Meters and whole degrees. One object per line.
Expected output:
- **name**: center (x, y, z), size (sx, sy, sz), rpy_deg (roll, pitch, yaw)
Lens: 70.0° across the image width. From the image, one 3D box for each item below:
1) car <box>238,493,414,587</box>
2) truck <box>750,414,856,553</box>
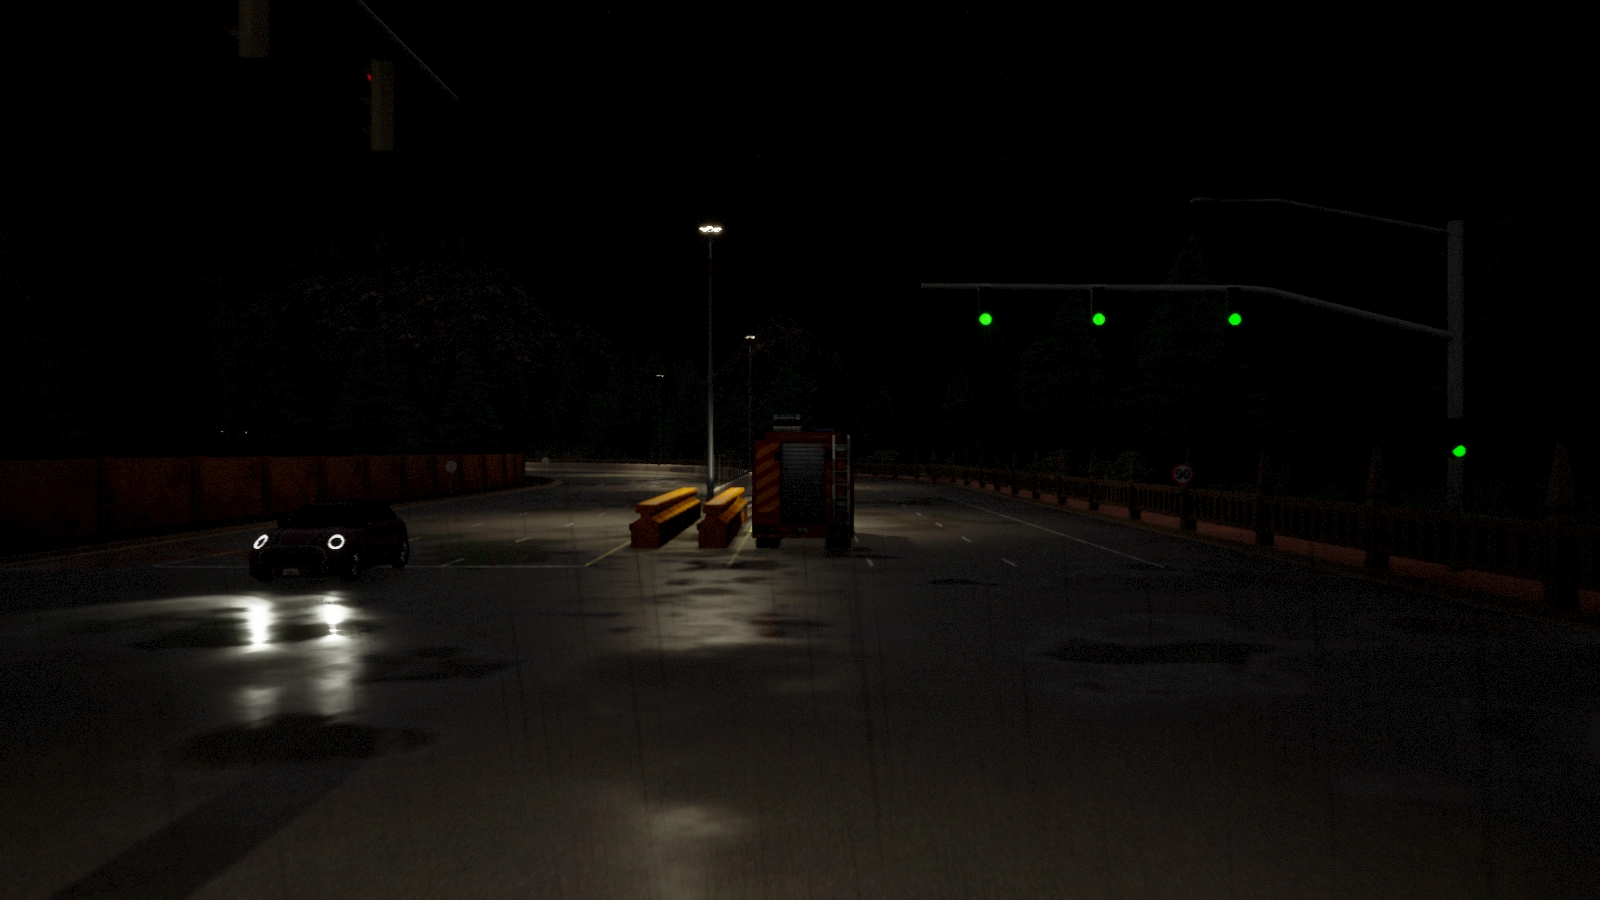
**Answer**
- **car**: center (-10.515, 1.925, 25.758), size (2.097, 1.767, 4.553), rpy_deg (0, 0, 0)
- **truck**: center (0.127, 0.917, 35.658), size (2.891, 3.827, 8.468), rpy_deg (0, 0, 1)
